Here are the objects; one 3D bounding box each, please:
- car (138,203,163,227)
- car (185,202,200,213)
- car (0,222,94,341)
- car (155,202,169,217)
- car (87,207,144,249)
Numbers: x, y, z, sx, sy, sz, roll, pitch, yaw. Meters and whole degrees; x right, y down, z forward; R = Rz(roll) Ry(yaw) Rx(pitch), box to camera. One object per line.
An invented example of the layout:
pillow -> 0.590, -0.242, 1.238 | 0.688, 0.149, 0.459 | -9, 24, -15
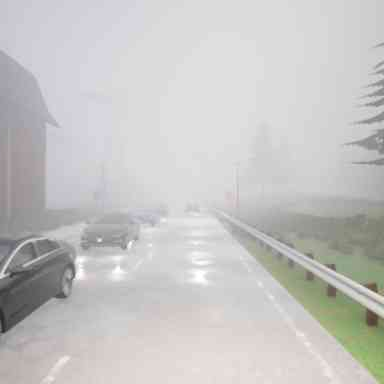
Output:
car -> -3.602, 1.792, 25.633 | 1.812, 1.442, 4.674 | 0, -1, 0
car -> 0.073, 2.004, 43.587 | 2.033, 1.411, 5.357 | 0, -1, 0
car -> -3.601, 1.553, 5.899 | 2.128, 1.511, 4.902 | 0, -1, 0
car -> -3.565, 1.853, 36.122 | 1.882, 1.535, 5.008 | 0, -1, 0
car -> -3.603, 1.665, 15.370 | 1.837, 1.490, 4.892 | 0, -1, 0
